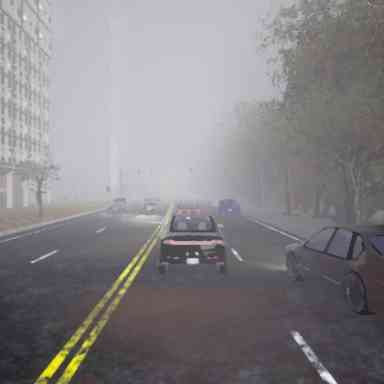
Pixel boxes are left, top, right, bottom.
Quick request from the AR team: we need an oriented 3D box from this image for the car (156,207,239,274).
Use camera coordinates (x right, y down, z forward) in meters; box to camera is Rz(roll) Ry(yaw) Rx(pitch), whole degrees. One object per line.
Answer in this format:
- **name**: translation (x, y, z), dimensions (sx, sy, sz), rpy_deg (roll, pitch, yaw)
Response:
- **car**: translation (0.001, 1.416, 10.253), dimensions (2.128, 1.511, 4.902), rpy_deg (0, 0, 0)

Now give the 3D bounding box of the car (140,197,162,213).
- **car**: translation (-3.968, 1.268, 32.876), dimensions (2.128, 1.511, 4.902), rpy_deg (0, 0, -2)

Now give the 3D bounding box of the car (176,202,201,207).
- **car**: translation (-0.289, 1.427, 25.115), dimensions (1.895, 1.301, 4.718), rpy_deg (0, 0, -1)

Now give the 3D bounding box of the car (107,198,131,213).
- **car**: translation (-7.243, 1.298, 33.507), dimensions (1.812, 1.442, 4.674), rpy_deg (0, 0, -2)

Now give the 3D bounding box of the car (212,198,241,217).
- **car**: translation (2.851, 1.219, 28.246), dimensions (1.882, 1.535, 5.008), rpy_deg (-5, 1, -2)

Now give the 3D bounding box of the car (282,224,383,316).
- **car**: translation (3.365, 1.330, 6.508), dimensions (2.033, 1.411, 5.357), rpy_deg (-1, -3, -1)
